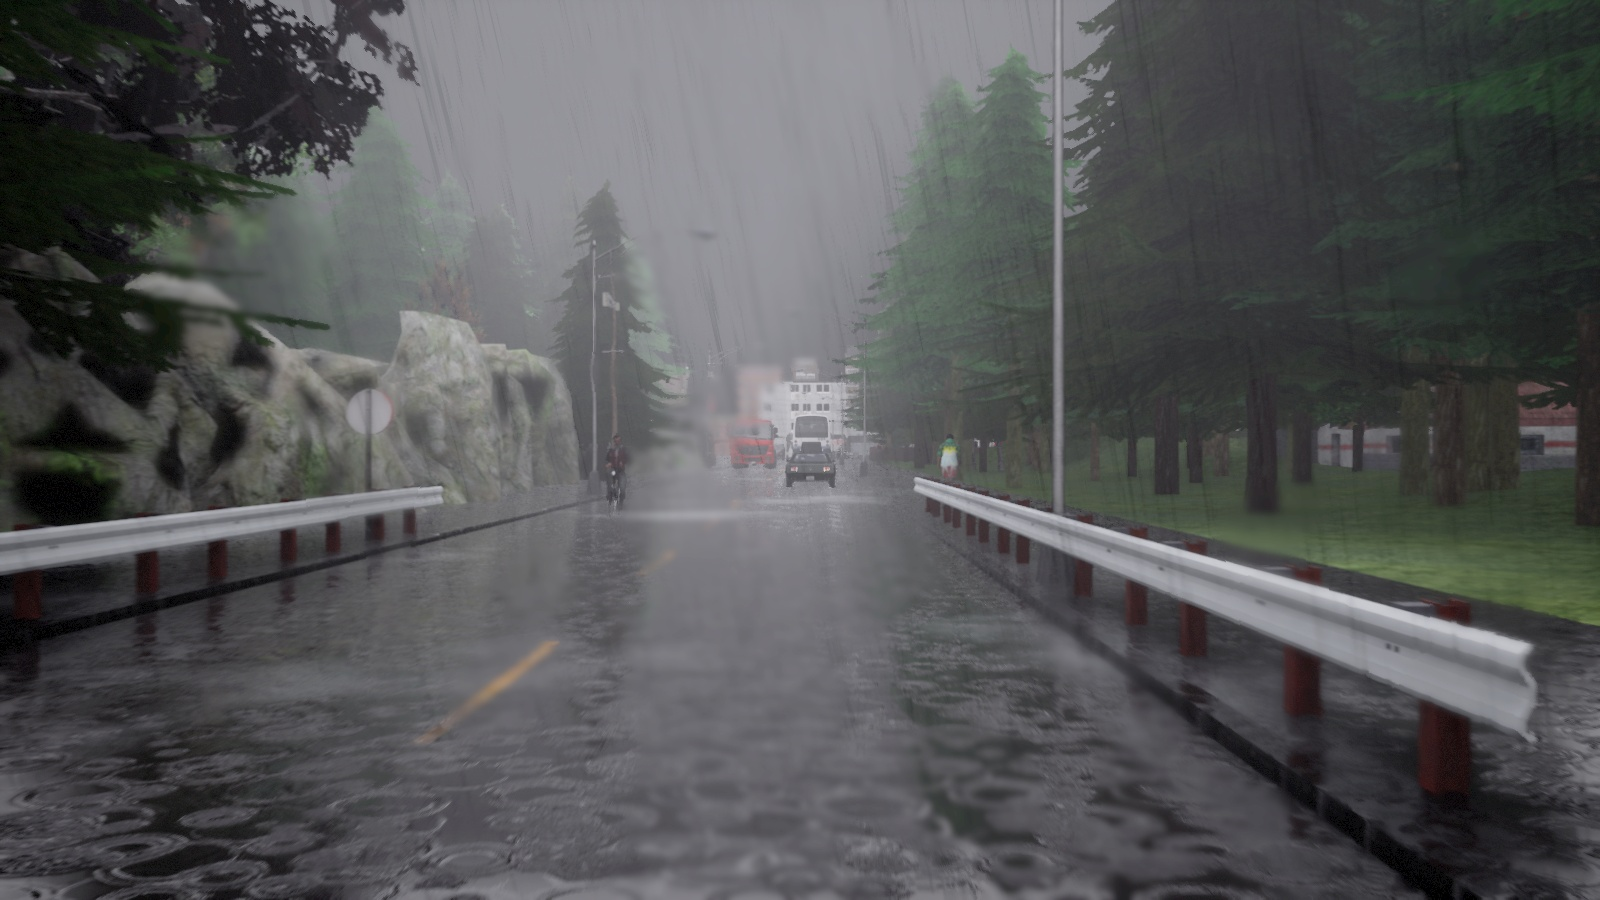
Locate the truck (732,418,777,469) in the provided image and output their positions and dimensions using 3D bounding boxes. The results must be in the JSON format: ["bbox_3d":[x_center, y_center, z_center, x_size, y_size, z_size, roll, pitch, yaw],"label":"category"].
[{"bbox_3d":[-3.176,-0.429,89.588,2.891,3.462,7.936,0,0,1],"label":"truck"}]

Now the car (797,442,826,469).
[{"bbox_3d":[0.799,0.358,87.124,1.905,1.878,3.866,0,0,1],"label":"car"}]

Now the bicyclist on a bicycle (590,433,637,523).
[{"bbox_3d":[-3.817,0.559,25.795,0.659,1.776,1.843,0,0,1],"label":"bicyclist on a bicycle"}]

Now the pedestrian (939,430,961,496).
[{"bbox_3d":[4.473,0.381,37.412,0.659,1.952,0.873,0,0,8],"label":"pedestrian"}]

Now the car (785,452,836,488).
[{"bbox_3d":[0.415,0.743,48.935,1.895,1.301,4.718,0,0,1],"label":"car"}]
